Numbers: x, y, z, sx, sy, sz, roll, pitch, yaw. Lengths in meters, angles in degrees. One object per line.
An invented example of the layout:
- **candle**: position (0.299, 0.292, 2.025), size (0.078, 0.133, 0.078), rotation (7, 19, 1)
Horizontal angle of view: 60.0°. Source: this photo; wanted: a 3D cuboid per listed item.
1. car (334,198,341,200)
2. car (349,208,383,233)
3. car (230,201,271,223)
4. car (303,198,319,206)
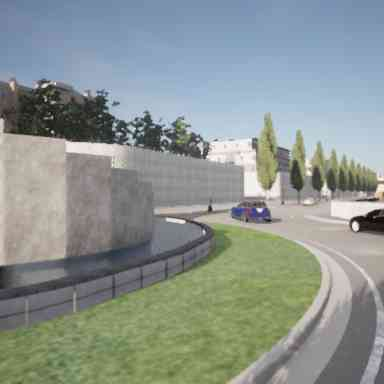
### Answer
- **car**: position (28.198, 1.872, 63.782), size (1.895, 1.301, 4.718), rotation (0, 0, 34)
- **car**: position (10.582, 1.579, 17.866), size (1.837, 1.490, 4.892), rotation (0, 0, -12)
- **car**: position (4.719, 1.477, 27.334), size (2.097, 1.767, 4.553), rotation (0, 0, -12)
- **car**: position (21.518, 1.788, 60.162), size (1.812, 1.442, 4.674), rotation (0, 0, 34)
